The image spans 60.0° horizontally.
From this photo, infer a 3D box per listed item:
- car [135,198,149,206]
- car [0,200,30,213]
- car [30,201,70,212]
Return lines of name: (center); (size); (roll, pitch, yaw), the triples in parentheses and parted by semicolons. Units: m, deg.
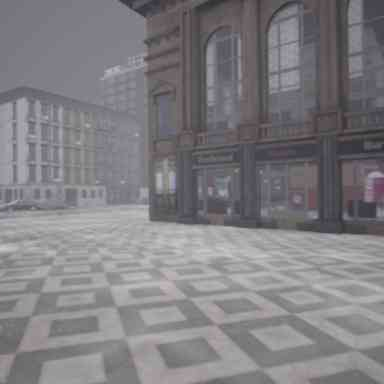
car: (-8.480, 1.769, 61.558); (1.812, 1.442, 4.674); (-1, -1, 36)
car: (-22.114, 1.797, 42.508); (1.837, 1.490, 4.892); (-1, 0, 35)
car: (-17.937, 1.801, 42.770); (1.994, 1.385, 4.181); (-1, 0, 35)
